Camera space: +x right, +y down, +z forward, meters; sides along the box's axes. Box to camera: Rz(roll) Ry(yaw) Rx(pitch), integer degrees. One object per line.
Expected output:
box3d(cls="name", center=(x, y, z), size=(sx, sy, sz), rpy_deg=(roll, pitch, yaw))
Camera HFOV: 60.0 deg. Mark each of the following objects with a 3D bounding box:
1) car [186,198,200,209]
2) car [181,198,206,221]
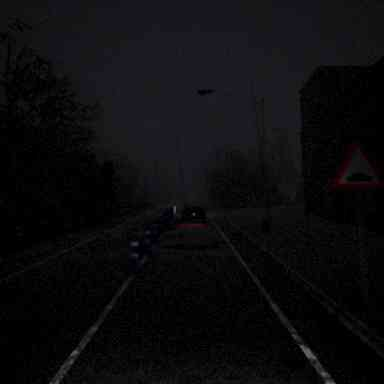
box3d(cls="car", center=(0.166, 1.593, 46.770), size=(1.812, 1.442, 4.674), rpy_deg=(0, 0, 0))
box3d(cls="car", center=(0.134, 1.502, 27.445), size=(1.882, 1.535, 5.008), rpy_deg=(0, 1, 0))
